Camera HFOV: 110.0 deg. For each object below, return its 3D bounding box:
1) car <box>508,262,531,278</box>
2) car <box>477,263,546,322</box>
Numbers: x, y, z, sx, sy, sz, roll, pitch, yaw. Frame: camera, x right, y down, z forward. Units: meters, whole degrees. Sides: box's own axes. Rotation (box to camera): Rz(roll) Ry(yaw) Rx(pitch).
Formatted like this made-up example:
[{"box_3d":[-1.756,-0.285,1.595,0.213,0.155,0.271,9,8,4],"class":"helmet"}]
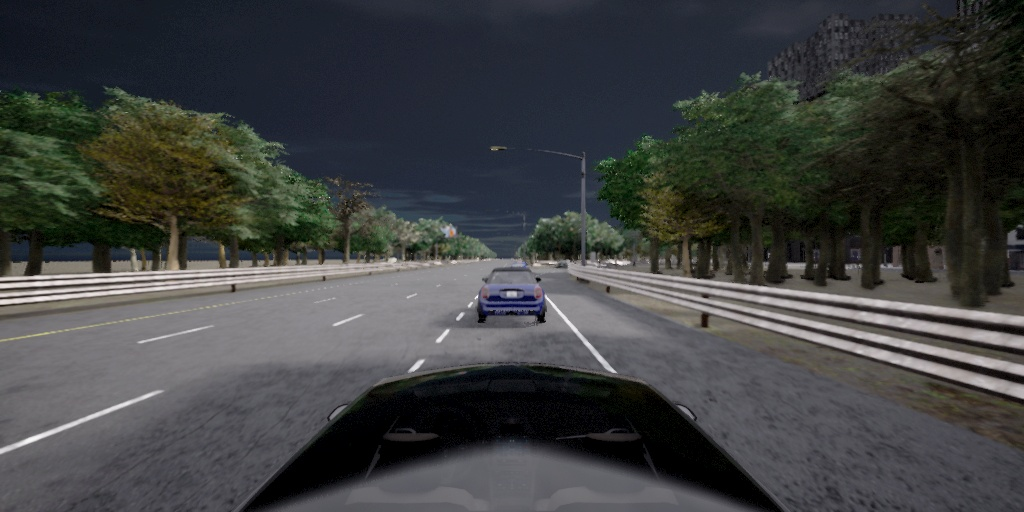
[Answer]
[{"box_3d":[0.866,1.429,37.771,1.882,1.535,5.008,0,0,8],"class":"car"},{"box_3d":[-0.010,1.163,12.736,2.097,1.767,4.553,0,0,0],"class":"car"}]
